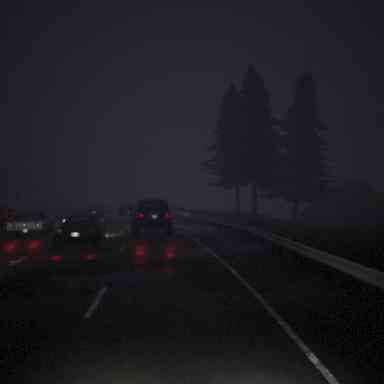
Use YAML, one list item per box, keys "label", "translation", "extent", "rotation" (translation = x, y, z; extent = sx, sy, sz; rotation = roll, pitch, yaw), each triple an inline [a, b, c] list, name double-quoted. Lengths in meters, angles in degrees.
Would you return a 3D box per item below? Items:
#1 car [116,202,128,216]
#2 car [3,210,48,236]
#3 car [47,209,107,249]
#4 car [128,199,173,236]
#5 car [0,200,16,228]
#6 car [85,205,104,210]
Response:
- label: "car"
  translation: [-7.401, 1.935, 37.798]
  extent: [1.837, 1.490, 4.892]
  rotation: [0, -1, -16]
- label: "car"
  translation: [-9.777, 1.884, 20.596]
  extent: [1.895, 1.301, 4.718]
  rotation: [0, -1, -14]
- label: "car"
  translation: [-5.209, 1.762, 15.838]
  extent: [1.994, 1.385, 4.181]
  rotation: [0, -1, -10]
- label: "car"
  translation: [-2.553, 1.439, 20.259]
  extent: [2.150, 2.045, 5.566]
  rotation: [0, -1, -12]
- label: "car"
  translation: [-14.584, 1.717, 24.855]
  extent: [2.097, 1.767, 4.553]
  rotation: [0, -1, -15]
- label: "car"
  translation: [-9.966, 1.980, 34.117]
  extent: [1.994, 1.385, 4.181]
  rotation: [0, -1, -16]
